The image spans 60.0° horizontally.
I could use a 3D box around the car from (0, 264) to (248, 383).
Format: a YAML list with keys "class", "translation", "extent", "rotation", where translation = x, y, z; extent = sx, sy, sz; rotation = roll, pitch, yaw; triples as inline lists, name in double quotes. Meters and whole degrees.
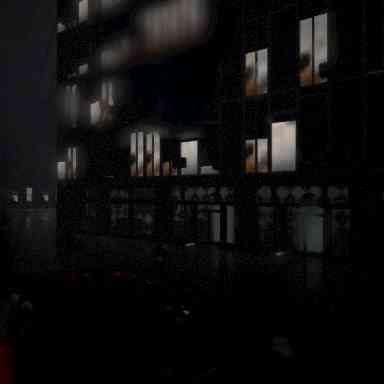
- class: "car"
  translation: [-1.579, 1.543, 3.847]
  extent: [4.507, 1.381, 1.887]
  rotation: [0, 0, 36]

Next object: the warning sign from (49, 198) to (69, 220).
- class: "warning sign"
  translation: [-11.649, 1.452, 29.083]
  extent: [1.300, 1.860, 1.060]
  rotation: [1, 1, 33]
